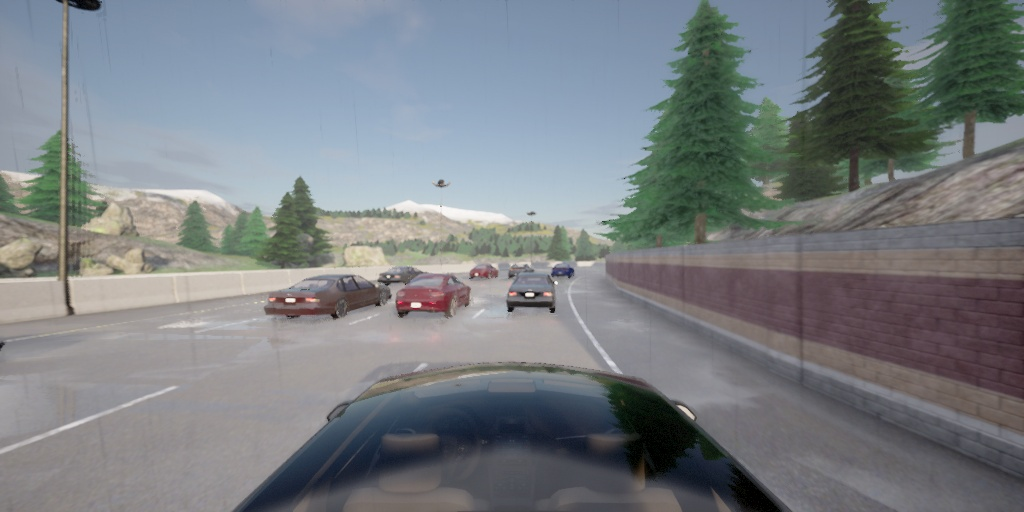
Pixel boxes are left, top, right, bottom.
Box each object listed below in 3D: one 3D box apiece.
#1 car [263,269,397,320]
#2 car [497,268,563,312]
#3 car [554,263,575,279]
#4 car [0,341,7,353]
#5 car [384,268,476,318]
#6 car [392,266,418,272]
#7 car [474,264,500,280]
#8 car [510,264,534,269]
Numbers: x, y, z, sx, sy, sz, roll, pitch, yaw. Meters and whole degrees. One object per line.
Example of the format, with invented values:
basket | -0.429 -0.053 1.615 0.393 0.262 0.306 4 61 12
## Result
car | -6.308 1.373 13.080 2.033 1.411 5.357 0 0 5
car | 0.896 1.393 14.777 2.033 1.411 5.357 0 0 6
car | 5.354 1.489 37.120 1.882 1.535 5.008 0 0 16
car | -10.337 1.303 4.082 2.033 1.411 5.357 0 0 2
car | -2.747 1.356 13.285 1.812 1.442 4.674 0 0 5
car | -7.914 1.470 26.804 2.033 1.411 5.357 0 0 11
car | -2.617 1.509 34.437 1.812 1.442 4.674 0 0 14
car | 0.980 1.479 34.375 2.128 1.511 4.902 0 0 14
